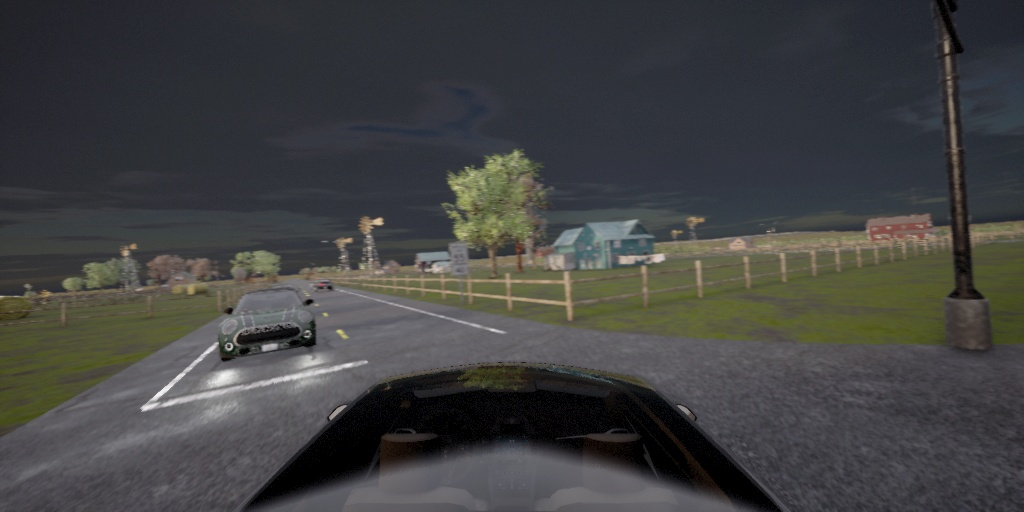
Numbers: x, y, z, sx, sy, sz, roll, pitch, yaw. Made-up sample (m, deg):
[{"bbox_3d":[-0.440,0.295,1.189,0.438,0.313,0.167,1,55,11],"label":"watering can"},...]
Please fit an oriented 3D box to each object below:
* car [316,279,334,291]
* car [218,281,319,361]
[{"bbox_3d":[-22.597,3.512,42.942,1.837,1.490,4.892,-4,-1,-32],"label":"car"},{"bbox_3d":[-7.157,1.767,10.720,2.097,1.767,4.553,-4,-1,-32],"label":"car"}]
